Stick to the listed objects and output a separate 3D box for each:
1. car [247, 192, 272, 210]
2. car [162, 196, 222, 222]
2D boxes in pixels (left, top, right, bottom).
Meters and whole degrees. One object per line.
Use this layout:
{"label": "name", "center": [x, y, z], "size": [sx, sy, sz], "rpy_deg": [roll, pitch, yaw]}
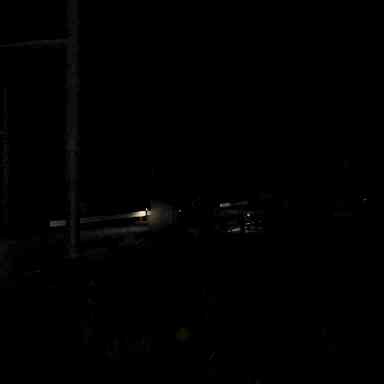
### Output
{"label": "car", "center": [6.951, 0.779, 30.655], "size": [1.882, 1.535, 5.008], "rpy_deg": [0, 1, 42]}
{"label": "car", "center": [0.074, 1.091, 22.957], "size": [2.128, 1.511, 4.902], "rpy_deg": [0, 3, 41]}
